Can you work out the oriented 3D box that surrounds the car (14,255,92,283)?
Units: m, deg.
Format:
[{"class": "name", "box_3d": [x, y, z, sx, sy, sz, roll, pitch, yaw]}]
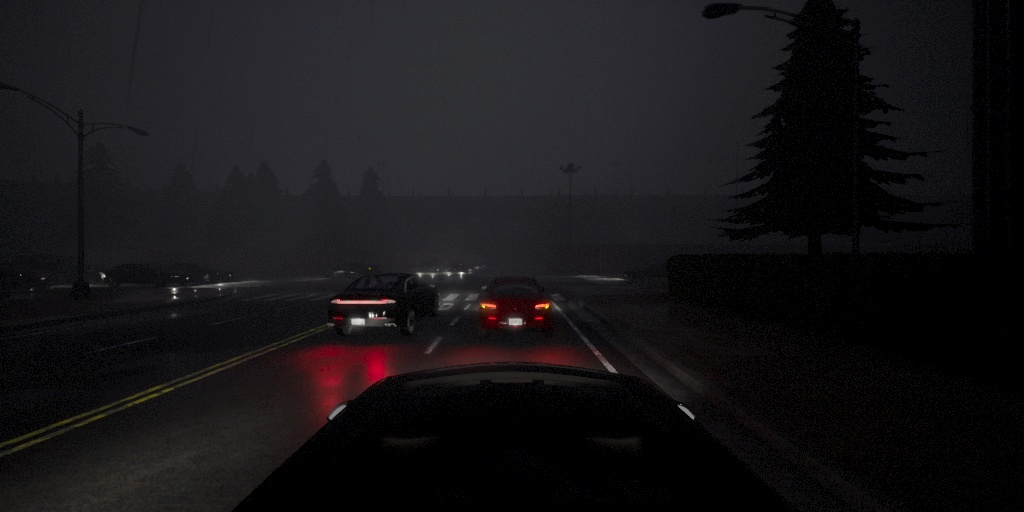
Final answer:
[{"class": "car", "box_3d": [-33.206, 0.916, 26.421, 5.566, 2.045, 2.150, 0, 0, -3]}]

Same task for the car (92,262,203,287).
[{"class": "car", "box_3d": [-23.339, 1.199, 23.093, 4.892, 1.490, 1.837, 0, 0, 0]}]

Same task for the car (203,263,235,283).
[{"class": "car", "box_3d": [-23.363, 1.199, 26.588, 4.892, 1.490, 1.837, 0, 0, -1]}]

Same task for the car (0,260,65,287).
[{"class": "car", "box_3d": [-32.588, 1.186, 22.911, 4.902, 1.511, 2.128, 0, 0, -3]}]

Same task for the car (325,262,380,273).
[{"class": "car", "box_3d": [-12.997, 1.201, 29.309, 4.892, 1.490, 1.837, 0, -2, 20]}]

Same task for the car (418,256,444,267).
[{"class": "car", "box_3d": [-10.585, 0.971, 47.028, 2.150, 2.045, 5.566, 0, 0, 0]}]

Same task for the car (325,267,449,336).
[{"class": "car", "box_3d": [-3.399, 1.241, 10.348, 2.128, 1.511, 4.902, 0, 0, 0]}]

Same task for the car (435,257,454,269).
[{"class": "car", "box_3d": [-10.583, 1.102, 56.690, 2.097, 1.767, 4.553, 0, 0, 0]}]

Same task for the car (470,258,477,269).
[{"class": "car", "box_3d": [-7.104, 1.102, 55.550, 2.097, 1.767, 4.553, 0, 0, -2]}]

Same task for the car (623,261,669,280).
[{"class": "car", "box_3d": [12.268, 1.242, 30.381, 5.357, 1.411, 2.033, 0, 0, 0]}]

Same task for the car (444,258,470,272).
[{"class": "car", "box_3d": [-7.087, 1.102, 46.688, 2.097, 1.767, 4.553, 0, 0, 0]}]

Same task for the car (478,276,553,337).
[{"class": "car", "box_3d": [0.085, 1.276, 10.149, 1.812, 1.442, 4.674, 0, 0, 0]}]
